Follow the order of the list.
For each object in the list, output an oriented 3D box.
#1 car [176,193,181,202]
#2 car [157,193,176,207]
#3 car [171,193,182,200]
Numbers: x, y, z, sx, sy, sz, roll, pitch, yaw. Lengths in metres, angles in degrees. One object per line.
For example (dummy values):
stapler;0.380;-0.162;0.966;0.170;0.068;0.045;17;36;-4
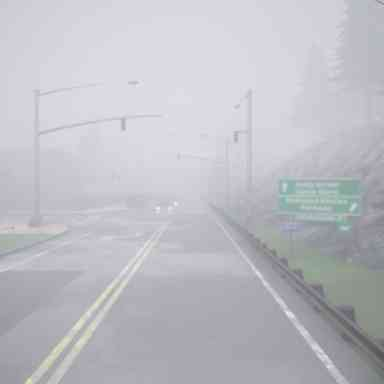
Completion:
car;-3.403;0.999;60.766;2.128;1.511;4.902;0;0;1
car;-3.493;1.143;44.113;1.837;1.490;4.892;0;1;0
car;-3.361;0.941;73.756;2.033;1.411;5.357;0;0;0
